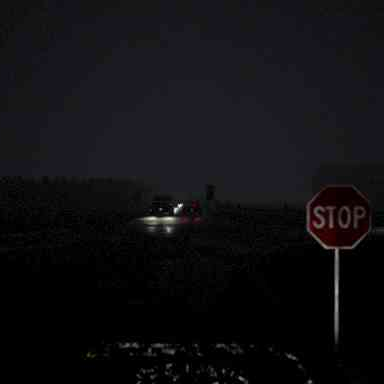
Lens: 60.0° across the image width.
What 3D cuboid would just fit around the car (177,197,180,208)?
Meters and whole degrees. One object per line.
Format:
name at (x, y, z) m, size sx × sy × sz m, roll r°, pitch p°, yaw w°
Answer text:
car at (-3.010, 1.606, 48.393) m, size 1.994 × 1.385 × 4.181 m, roll 0°, pitch 0°, yaw 0°

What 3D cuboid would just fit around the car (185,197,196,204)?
car at (-0.231, 1.632, 65.298) m, size 2.033 × 1.411 × 5.357 m, roll 0°, pitch 0°, yaw 0°

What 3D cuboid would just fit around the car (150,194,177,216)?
car at (-2.942, 1.237, 33.419) m, size 2.150 × 2.045 × 5.566 m, roll 0°, pitch 0°, yaw -1°

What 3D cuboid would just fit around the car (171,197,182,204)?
car at (-3.017, 1.684, 64.768) m, size 1.895 × 1.301 × 4.718 m, roll 0°, pitch 0°, yaw 0°

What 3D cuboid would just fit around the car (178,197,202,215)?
car at (-0.019, 1.509, 34.553) m, size 2.128 × 1.511 × 4.902 m, roll 0°, pitch 0°, yaw 0°
